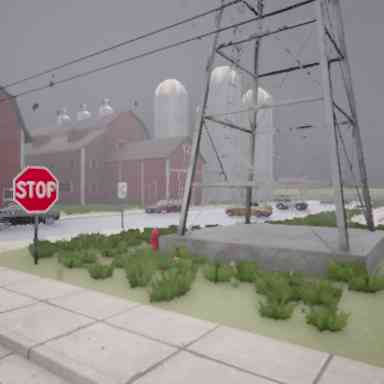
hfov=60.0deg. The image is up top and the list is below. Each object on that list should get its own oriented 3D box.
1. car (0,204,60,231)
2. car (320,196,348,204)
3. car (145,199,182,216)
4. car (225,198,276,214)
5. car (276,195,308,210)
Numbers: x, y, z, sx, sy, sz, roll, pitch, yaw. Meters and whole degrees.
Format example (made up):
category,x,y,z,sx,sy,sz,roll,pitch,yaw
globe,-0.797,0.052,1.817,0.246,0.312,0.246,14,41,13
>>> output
category,x,y,z,sx,sy,sz,roll,pitch,yaw
car,-10.842,1.507,21.117,2.128,1.511,4.902,0,0,34
car,26.014,1.490,61.008,4.611,1.667,2.242,0,0,35
car,-2.577,1.493,33.158,1.882,1.535,5.008,0,0,34
car,4.976,1.515,29.732,4.193,1.474,1.816,0,0,35
car,12.202,1.323,41.129,3.866,1.878,1.905,0,0,35
